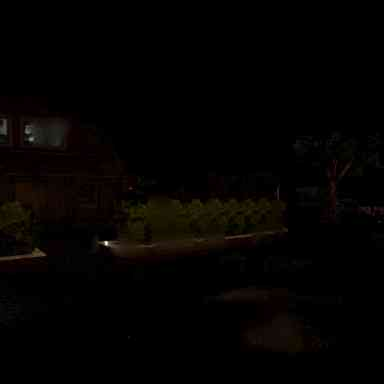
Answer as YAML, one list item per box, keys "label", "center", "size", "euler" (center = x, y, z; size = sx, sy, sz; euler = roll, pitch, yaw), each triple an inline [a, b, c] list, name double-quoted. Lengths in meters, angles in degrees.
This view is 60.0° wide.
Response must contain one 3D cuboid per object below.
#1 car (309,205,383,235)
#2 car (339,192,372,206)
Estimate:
- label: "car"
  center: [9.190, 1.601, 19.153]
  size: [1.895, 1.301, 4.718]
  euler: [0, 0, -27]
- label: "car"
  center: [17.447, 0.985, 36.215]
  size: [3.866, 1.878, 1.905]
  euler: [0, 0, 0]
